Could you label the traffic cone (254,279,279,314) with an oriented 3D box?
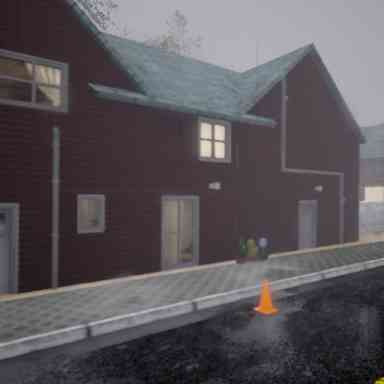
[{"bbox_3d":[1.417,1.956,6.337,0.340,0.580,0.340,0,0,-34],"label":"traffic cone"}]
